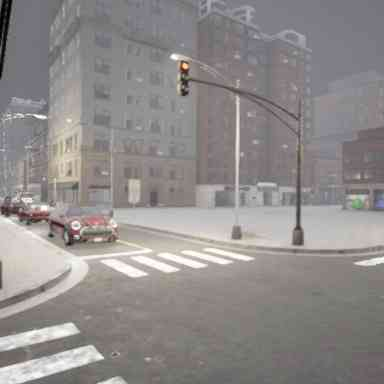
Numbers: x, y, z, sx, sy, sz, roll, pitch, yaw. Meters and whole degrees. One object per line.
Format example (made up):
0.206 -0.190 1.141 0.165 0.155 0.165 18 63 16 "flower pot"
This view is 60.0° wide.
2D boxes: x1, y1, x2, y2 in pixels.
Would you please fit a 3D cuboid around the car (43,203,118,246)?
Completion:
-5.104 1.339 15.345 2.097 1.767 4.553 1 0 -36 "car"

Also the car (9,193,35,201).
-23.107 1.092 45.590 2.150 2.045 5.566 1 0 -36 "car"

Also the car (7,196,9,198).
-29.093 1.375 53.945 2.033 1.411 5.357 1 0 -35 "car"

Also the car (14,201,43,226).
-10.948 1.543 23.489 1.895 1.301 4.718 1 0 -35 "car"

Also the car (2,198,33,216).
-16.945 1.498 31.891 1.895 1.301 4.718 1 0 -35 "car"
